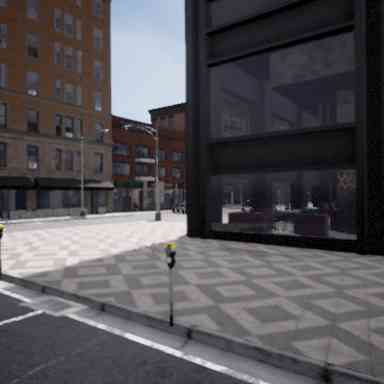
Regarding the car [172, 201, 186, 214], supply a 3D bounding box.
[{"bbox_3d":[-0.373,1.778,39.236,2.128,1.511,4.902,-1,-1,36],"label":"car"}]
